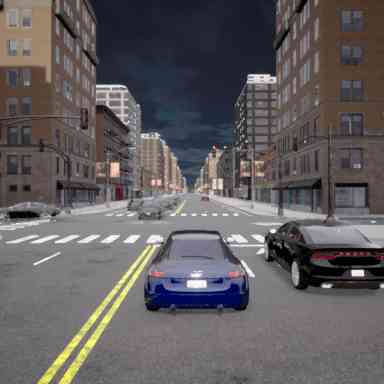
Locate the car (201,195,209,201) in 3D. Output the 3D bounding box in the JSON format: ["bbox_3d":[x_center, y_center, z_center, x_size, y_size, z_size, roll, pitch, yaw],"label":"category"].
[{"bbox_3d":[3.180,1.464,80.583,1.882,1.535,5.008,0,0,0],"label":"car"}]

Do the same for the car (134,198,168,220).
[{"bbox_3d":[-3.379,1.518,28.035,1.837,1.490,4.892,0,-1,0],"label":"car"}]

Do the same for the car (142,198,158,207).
[{"bbox_3d":[-6.638,1.596,52.581,1.895,1.301,4.718,0,0,0],"label":"car"}]

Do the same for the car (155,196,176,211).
[{"bbox_3d":[-3.385,1.503,41.513,1.837,1.490,4.892,0,0,0],"label":"car"}]

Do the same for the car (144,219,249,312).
[{"bbox_3d":[0.081,1.564,7.781,1.994,1.385,4.181,0,0,0],"label":"car"}]

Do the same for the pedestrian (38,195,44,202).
[{"bbox_3d":[-14.169,1.170,31.092,0.375,1.860,0.375,0,0,0],"label":"pedestrian"}]

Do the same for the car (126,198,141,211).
[{"bbox_3d":[-6.633,1.504,40.078,1.837,1.490,4.892,0,0,0],"label":"car"}]

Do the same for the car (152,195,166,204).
[{"bbox_3d":[-6.585,1.483,66.972,2.128,1.511,4.902,0,0,0],"label":"car"}]

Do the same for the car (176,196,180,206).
[{"bbox_3d":[-3.386,1.558,53.879,1.994,1.385,4.181,0,0,0],"label":"car"}]

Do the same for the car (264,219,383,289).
[{"bbox_3d":[3.330,1.478,9.159,1.882,1.535,5.008,0,0,0],"label":"car"}]

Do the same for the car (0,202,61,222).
[{"bbox_3d":[-12.781,1.499,25.810,4.902,1.511,2.128,0,1,-16],"label":"car"}]
